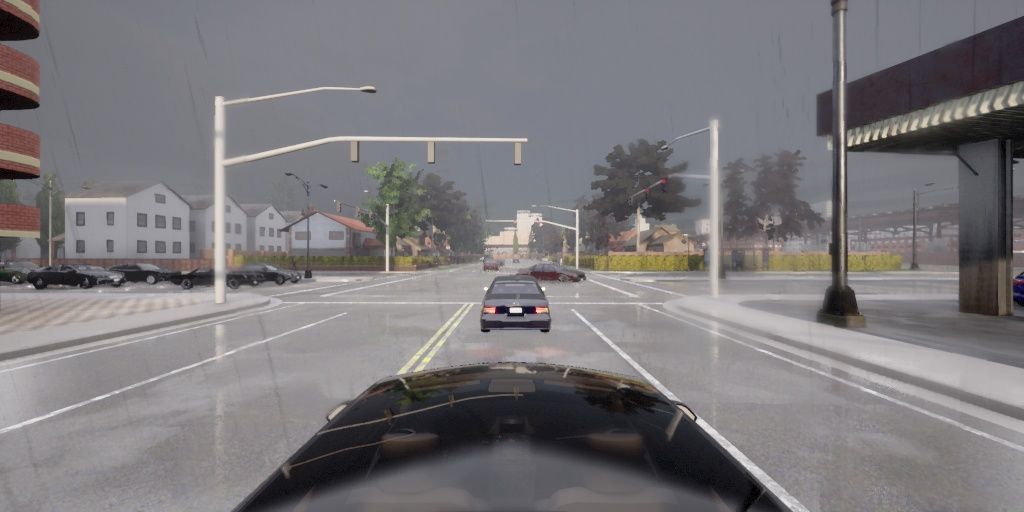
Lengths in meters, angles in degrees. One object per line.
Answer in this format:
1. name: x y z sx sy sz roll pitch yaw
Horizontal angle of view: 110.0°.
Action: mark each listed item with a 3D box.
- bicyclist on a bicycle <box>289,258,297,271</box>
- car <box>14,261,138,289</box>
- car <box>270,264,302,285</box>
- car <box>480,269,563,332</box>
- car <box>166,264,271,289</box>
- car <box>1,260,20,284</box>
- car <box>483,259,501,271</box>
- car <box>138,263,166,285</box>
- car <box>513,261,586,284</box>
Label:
1. bicyclist on a bicycle: -26.527 1.051 43.416 0.582 1.620 1.656 0 0 1
2. car: -27.126 1.241 22.442 4.902 1.511 2.128 0 0 1
3. car: -17.710 1.276 25.812 4.674 1.442 1.812 0 0 1
4. car: 0.085 1.297 10.768 2.033 1.411 5.357 0 0 0
5. car: -18.094 1.351 22.285 4.718 1.301 1.895 0 0 1
6. car: -36.057 1.102 26.084 4.553 1.767 2.097 0 0 1
7. car: -2.816 1.227 47.630 1.882 1.535 5.008 0 0 -1
8. car: -26.772 1.228 25.935 5.008 1.535 1.882 0 0 1
9. car: 2.857 1.297 27.155 5.357 1.411 2.033 0 0 37
